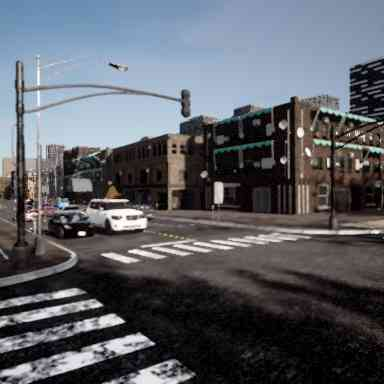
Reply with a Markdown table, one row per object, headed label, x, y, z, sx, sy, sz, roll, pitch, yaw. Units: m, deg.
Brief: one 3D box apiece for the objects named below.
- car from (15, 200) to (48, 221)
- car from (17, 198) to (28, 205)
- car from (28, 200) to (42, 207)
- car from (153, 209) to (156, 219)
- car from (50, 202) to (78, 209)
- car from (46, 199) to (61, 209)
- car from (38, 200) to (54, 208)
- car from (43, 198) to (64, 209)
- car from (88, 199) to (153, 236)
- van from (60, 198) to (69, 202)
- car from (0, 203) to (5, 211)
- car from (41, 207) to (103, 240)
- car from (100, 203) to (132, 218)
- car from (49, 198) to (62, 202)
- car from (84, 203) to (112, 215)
| label | x | y | z | sx | sy | sz | roll | pitch | yaw |
| --- | --- | --- | --- | --- | --- | --- | --- | --- | --- |
| car | -14.942 | 1.854 | 30.468 | 1.967 | 1.590 | 4.097 | -1 | 0 | -35 |
| car | -43.398 | 2.425 | 84.946 | 1.967 | 1.590 | 4.097 | -1 | 0 | -35 |
| car | -33.772 | 2.380 | 71.414 | 1.947 | 1.339 | 4.313 | -1 | 0 | -35 |
| car | -4.903 | 1.824 | 30.815 | 2.008 | 1.369 | 4.403 | -1 | 0 | -35 |
| car | -10.594 | 1.871 | 28.846 | 1.812 | 1.442 | 4.674 | -1 | 0 | -35 |
| car | -16.617 | 1.941 | 37.333 | 1.882 | 1.535 | 5.008 | -1 | 0 | -35 |
| car | -27.357 | 2.243 | 62.391 | 1.887 | 1.381 | 4.507 | -1 | 0 | -35 |
| car | -24.155 | 1.955 | 57.880 | 2.192 | 1.841 | 5.009 | -1 | 0 | -35 |
| car | -4.912 | 1.454 | 20.848 | 2.150 | 2.045 | 5.566 | -1 | 0 | -35 |
| van | -20.946 | 1.922 | 53.370 | 1.690 | 1.788 | 3.998 | -1 | 0 | -35 |
| car | -30.880 | 2.241 | 52.884 | 1.752 | 1.417 | 4.829 | -1 | 0 | -35 |
| car | -6.997 | 1.821 | 19.089 | 1.947 | 1.339 | 4.313 | -1 | 0 | -35 |
| car | -8.111 | 1.918 | 35.327 | 1.802 | 1.307 | 4.206 | -1 | 0 | -35 |
| car | -21.426 | 2.079 | 49.597 | 1.837 | 1.490 | 4.892 | -1 | 0 | -36 |
| car | -11.317 | 1.980 | 39.837 | 1.802 | 1.307 | 4.206 | -1 | 0 | -35 |
